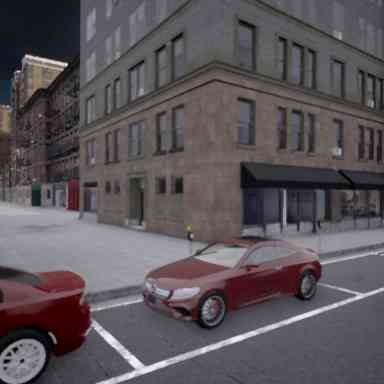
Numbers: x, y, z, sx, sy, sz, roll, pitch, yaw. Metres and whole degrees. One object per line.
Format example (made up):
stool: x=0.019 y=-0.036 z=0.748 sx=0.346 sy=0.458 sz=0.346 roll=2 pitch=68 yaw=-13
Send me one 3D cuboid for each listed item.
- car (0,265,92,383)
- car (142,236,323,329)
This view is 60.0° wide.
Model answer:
car: x=-3.462 y=1.541 z=3.719 sx=4.507 sy=1.381 sz=1.887 roll=0 pitch=0 yaw=-35
car: x=1.025 y=1.611 z=6.918 sx=4.206 sy=1.307 sz=1.802 roll=0 pitch=0 yaw=-35
